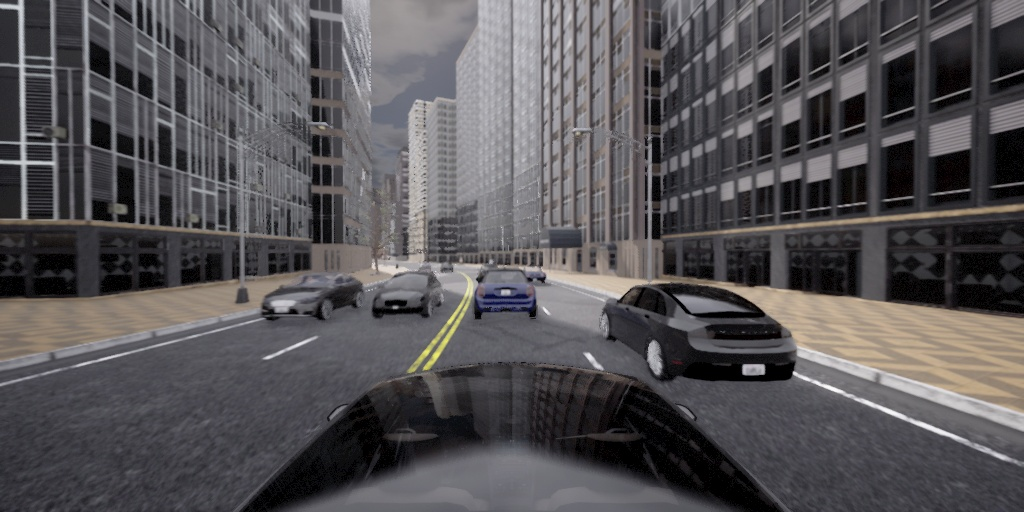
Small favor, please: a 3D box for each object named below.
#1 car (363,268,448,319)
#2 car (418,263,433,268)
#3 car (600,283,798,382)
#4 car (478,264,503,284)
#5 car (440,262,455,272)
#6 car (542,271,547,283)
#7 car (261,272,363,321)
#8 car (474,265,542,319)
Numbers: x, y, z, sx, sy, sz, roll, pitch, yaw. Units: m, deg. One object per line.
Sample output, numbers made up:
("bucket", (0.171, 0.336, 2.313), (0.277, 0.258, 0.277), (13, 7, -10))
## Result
("car", (-3.748, 1.366, 13.546), (1.837, 1.490, 4.892), (0, -1, -3))
("car", (-12.948, 1.774, 53.764), (2.033, 1.411, 5.357), (0, 0, -13))
("car", (3.200, 1.293, 7.253), (1.837, 1.490, 4.892), (0, 0, -1))
("car", (-1.979, 1.500, 31.394), (1.837, 1.490, 4.892), (0, 0, -7))
("car", (-9.855, 1.716, 54.700), (1.837, 1.490, 4.892), (0, 0, -13))
("car", (1.504, 1.568, 29.941), (1.895, 1.301, 4.718), (0, 0, -7))
("car", (-6.983, 1.361, 13.116), (2.128, 1.511, 4.902), (0, 0, -3))
("car", (-0.309, 1.200, 13.565), (2.097, 1.767, 4.553), (0, -1, -3))
